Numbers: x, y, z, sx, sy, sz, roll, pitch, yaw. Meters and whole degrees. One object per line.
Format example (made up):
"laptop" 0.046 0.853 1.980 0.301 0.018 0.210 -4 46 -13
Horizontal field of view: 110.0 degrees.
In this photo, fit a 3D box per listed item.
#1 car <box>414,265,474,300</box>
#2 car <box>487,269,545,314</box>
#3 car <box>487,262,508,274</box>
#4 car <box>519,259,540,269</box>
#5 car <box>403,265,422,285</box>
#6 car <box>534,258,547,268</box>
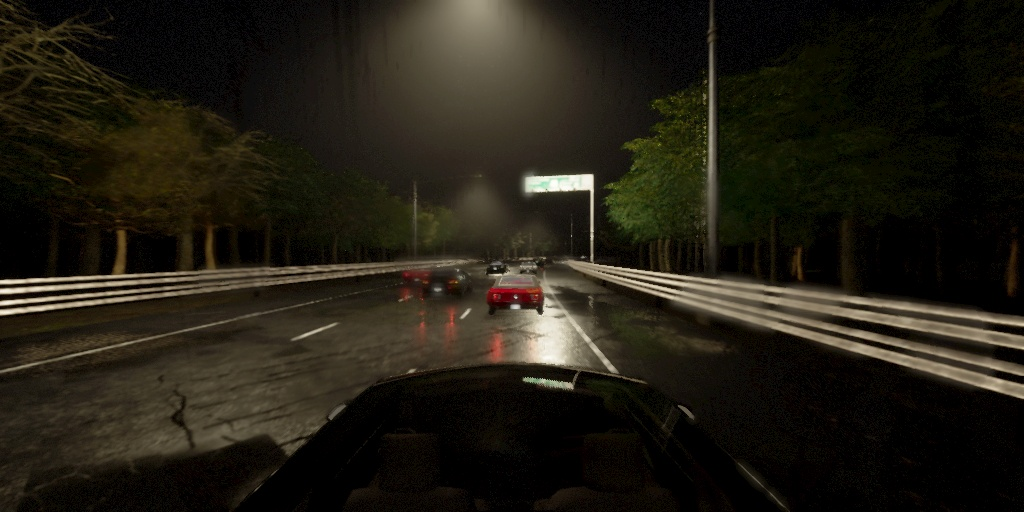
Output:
"car" -3.075 1.270 17.669 1.812 1.442 4.674 0 0 3
"car" 0.196 1.352 13.768 1.895 1.301 4.718 0 0 2
"car" -1.587 1.305 39.844 1.994 1.385 4.181 0 0 6
"car" 1.933 1.348 40.834 1.895 1.301 4.718 0 0 6
"car" -6.208 1.320 26.096 1.895 1.301 4.718 0 0 4
"car" 4.502 1.089 62.141 2.097 1.767 4.553 0 0 8
